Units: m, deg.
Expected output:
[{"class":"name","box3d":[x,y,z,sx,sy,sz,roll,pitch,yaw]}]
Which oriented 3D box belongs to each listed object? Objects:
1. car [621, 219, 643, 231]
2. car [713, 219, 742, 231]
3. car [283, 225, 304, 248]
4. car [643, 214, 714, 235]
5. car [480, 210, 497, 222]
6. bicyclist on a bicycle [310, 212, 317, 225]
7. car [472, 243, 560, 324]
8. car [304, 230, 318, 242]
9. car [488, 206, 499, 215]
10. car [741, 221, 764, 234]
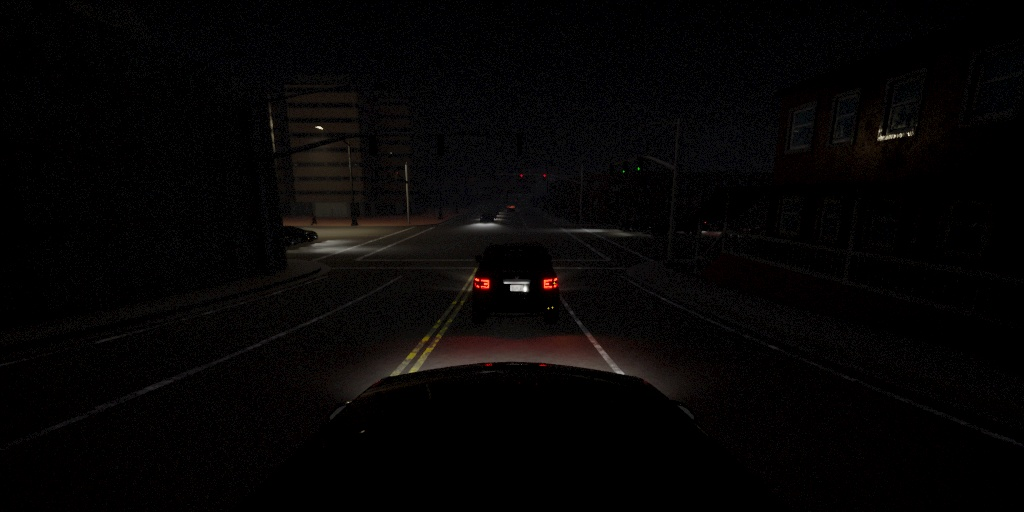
[{"class":"car","box3d":[14.760,-3.488,40.159,4.718,1.301,1.895,0,10,0]},{"class":"car","box3d":[23.838,-3.555,40.117,4.674,1.442,1.812,0,10,0]},{"class":"car","box3d":[-18.473,-1.224,26.152,4.902,1.511,2.128,0,10,0]},{"class":"car","box3d":[16.882,-3.270,36.632,5.566,2.045,2.150,0,10,0]},{"class":"car","box3d":[-3.718,-5.869,54.089,1.895,1.301,4.718,0,10,0]},{"class":"bicyclist on a bicycle","box3d":[-25.370,-4.775,45.824,0.582,1.620,1.656,0,10,0]},{"class":"car","box3d":[0.064,0.604,10.710,2.150,2.045,5.566,0,4,-1]},{"class":"car","box3d":[-18.689,-1.797,29.597,4.892,1.490,1.837,0,10,0]},{"class":"car","box3d":[-3.714,-7.436,62.836,1.812,1.442,4.674,0,10,0]},{"class":"car","box3d":[26.678,-2.964,36.667,4.674,1.442,1.812,0,10,0]}]
